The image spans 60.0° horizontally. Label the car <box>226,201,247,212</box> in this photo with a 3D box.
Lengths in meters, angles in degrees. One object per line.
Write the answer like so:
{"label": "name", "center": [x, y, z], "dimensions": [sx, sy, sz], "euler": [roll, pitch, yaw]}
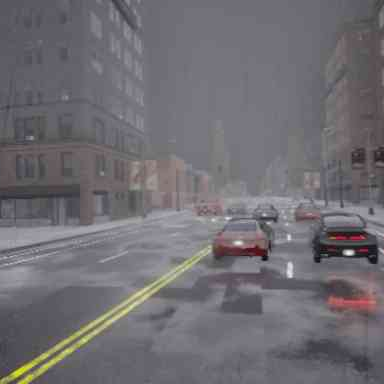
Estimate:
{"label": "car", "center": [4.938, 1.806, 36.515], "dimensions": [1.837, 1.490, 4.892], "euler": [-2, -1, 14]}

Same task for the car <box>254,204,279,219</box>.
{"label": "car", "center": [6.085, 1.708, 27.440], "dimensions": [1.994, 1.385, 4.181], "euler": [-2, -1, 15]}

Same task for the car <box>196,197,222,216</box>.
{"label": "car", "center": [2.070, 1.643, 38.430], "dimensions": [2.150, 2.045, 5.566], "euler": [-2, -1, 14]}

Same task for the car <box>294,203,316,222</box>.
{"label": "car", "center": [9.216, 1.593, 26.579], "dimensions": [1.994, 1.385, 4.181], "euler": [-2, -1, 15]}

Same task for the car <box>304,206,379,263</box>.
{"label": "car", "center": [5.167, 1.480, 11.831], "dimensions": [1.837, 1.490, 4.892], "euler": [-2, 0, 17]}

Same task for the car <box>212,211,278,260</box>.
{"label": "car", "center": [2.094, 1.654, 12.886], "dimensions": [1.994, 1.385, 4.181], "euler": [-2, -1, 17]}
